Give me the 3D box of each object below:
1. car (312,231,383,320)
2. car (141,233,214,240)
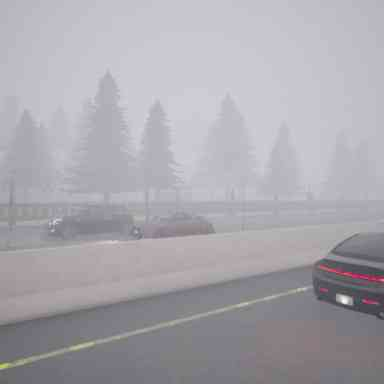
[{"bbox_3d":[4.519,1.574,6.972,4.892,1.490,1.837,1,0,-36],"label":"car"},{"bbox_3d":[-0.916,1.642,16.242,4.181,1.385,1.994,1,0,-36],"label":"car"}]
